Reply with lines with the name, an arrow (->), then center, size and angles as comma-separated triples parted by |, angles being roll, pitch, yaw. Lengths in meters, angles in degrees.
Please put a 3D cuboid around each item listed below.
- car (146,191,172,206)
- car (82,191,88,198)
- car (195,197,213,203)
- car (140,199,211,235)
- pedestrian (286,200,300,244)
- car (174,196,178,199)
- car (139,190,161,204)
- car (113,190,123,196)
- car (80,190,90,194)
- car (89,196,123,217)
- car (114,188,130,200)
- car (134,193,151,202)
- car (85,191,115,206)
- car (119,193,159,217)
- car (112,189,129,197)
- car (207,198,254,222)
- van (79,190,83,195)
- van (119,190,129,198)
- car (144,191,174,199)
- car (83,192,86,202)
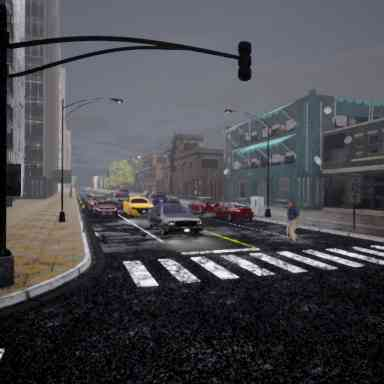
car -> -4.516, 0.790, 44.650 | 2.192, 1.841, 5.009 | 1, 0, -20
car -> -14.274, 0.942, 47.079 | 1.802, 1.307, 4.206 | 1, 0, -20
car -> 1.041, 1.128, 28.971 | 1.967, 1.590, 4.097 | 1, 0, -20
car -> -1.115, 1.329, 17.694 | 2.033, 1.411, 5.357 | 0, 1, -20
pedestrian -> 4.061, 1.164, 13.429 | 0.375, 1.860, 0.375 | 1, 0, -20
car -> -2.668, 1.098, 39.425 | 2.008, 1.369, 4.403 | 1, 0, -20
car -> -6.370, 0.717, 49.879 | 2.192, 1.841, 5.009 | 1, 0, -20
car -> -19.348, 0.301, 86.468 | 1.967, 1.590, 4.097 | 1, 0, -20
car -> -16.127, 0.831, 52.305 | 1.887, 1.381, 4.507 | 1, 0, -20
car -> -6.860, 1.228, 26.170 | 1.802, 1.307, 4.206 | 1, 0, -20
car -> -12.704, 0.445, 59.947 | 2.150, 2.045, 5.566 | 0, 0, -20
car -> -8.285, 0.850, 55.268 | 1.752, 1.417, 4.829 | 1, 0, -20
car -> -8.710, 1.016, 31.395 | 1.967, 1.590, 4.097 | 1, 0, -20
car -> -4.378, 1.138, 26.923 | 1.882, 1.535, 5.008 | 0, 1, -20
car -> -7.666, 0.888, 36.207 | 2.097, 1.767, 4.553 | 0, 1, -19
car -> 2.893, 1.338, 23.742 | 1.802, 1.307, 4.206 | 1, 0, -20
van -> -21.683, 0.397, 67.985 | 1.690, 1.788, 3.998 | 1, 0, -20
van -> -15.639, 0.360, 76.014 | 1.690, 1.788, 3.998 | 1, 0, -20
car -> -3.803, 0.936, 34.845 | 2.097, 1.767, 4.553 | 0, 1, -20
car -> -12.420, 1.015, 41.849 | 1.802, 1.307, 4.206 | 1, 0, -20
